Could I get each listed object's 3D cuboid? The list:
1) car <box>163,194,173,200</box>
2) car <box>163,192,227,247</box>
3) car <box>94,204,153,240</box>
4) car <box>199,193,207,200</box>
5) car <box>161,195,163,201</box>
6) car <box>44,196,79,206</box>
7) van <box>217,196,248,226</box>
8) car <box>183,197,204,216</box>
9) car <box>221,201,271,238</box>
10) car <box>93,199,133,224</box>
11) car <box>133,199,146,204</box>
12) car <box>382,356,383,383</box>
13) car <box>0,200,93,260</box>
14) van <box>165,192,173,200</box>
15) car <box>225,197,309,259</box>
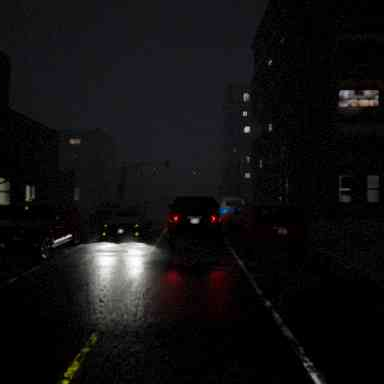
[{"bbox_3d":[-5.638,1.171,77.621,1.887,1.381,4.507,1,0,0],"label":"car"},{"bbox_3d":[0.106,1.148,14.731,2.150,2.045,5.566,0,0,0],"label":"car"},{"bbox_3d":[-3.090,1.485,16.337,1.994,1.385,4.181,0,0,0],"label":"car"},{"bbox_3d":[2.747,1.039,83.365,1.967,1.590,4.097,1,0,0],"label":"car"},{"bbox_3d":[-5.717,1.199,71.940,1.887,1.381,4.507,1,0,0],"label":"car"},{"bbox_3d":[-19.275,1.376,49.246,4.507,1.381,1.887,0,0,1],"label":"car"},{"bbox_3d":[2.719,1.230,23.158,1.690,1.788,3.998,1,0,0],"label":"van"},{"bbox_3d":[0.114,1.324,32.085,1.882,1.535,5.008,0,0,0],"label":"car"},{"bbox_3d":[2.714,1.355,17.751,1.967,1.590,4.097,1,0,0],"label":"car"},{"bbox_3d":[-5.663,1.329,23.170,1.967,1.590,4.097,1,0,0],"label":"car"},{"bbox_3d":[-5.660,1.388,33.984,2.008,1.369,4.403,1,0,0],"label":"car"},{"bbox_3d":[2.705,1.543,1.530,2.008,1.369,4.403,1,0,0],"label":"car"},{"bbox_3d":[-5.666,1.255,12.355,2.192,1.841,5.009,1,0,0],"label":"car"},{"bbox_3d":[-5.631,0.940,83.308,1.690,1.788,3.998,1,0,0],"label":"van"},{"bbox_3d":[2.714,1.256,12.343,2.192,1.841,5.009,1,0,0],"label":"car"}]
